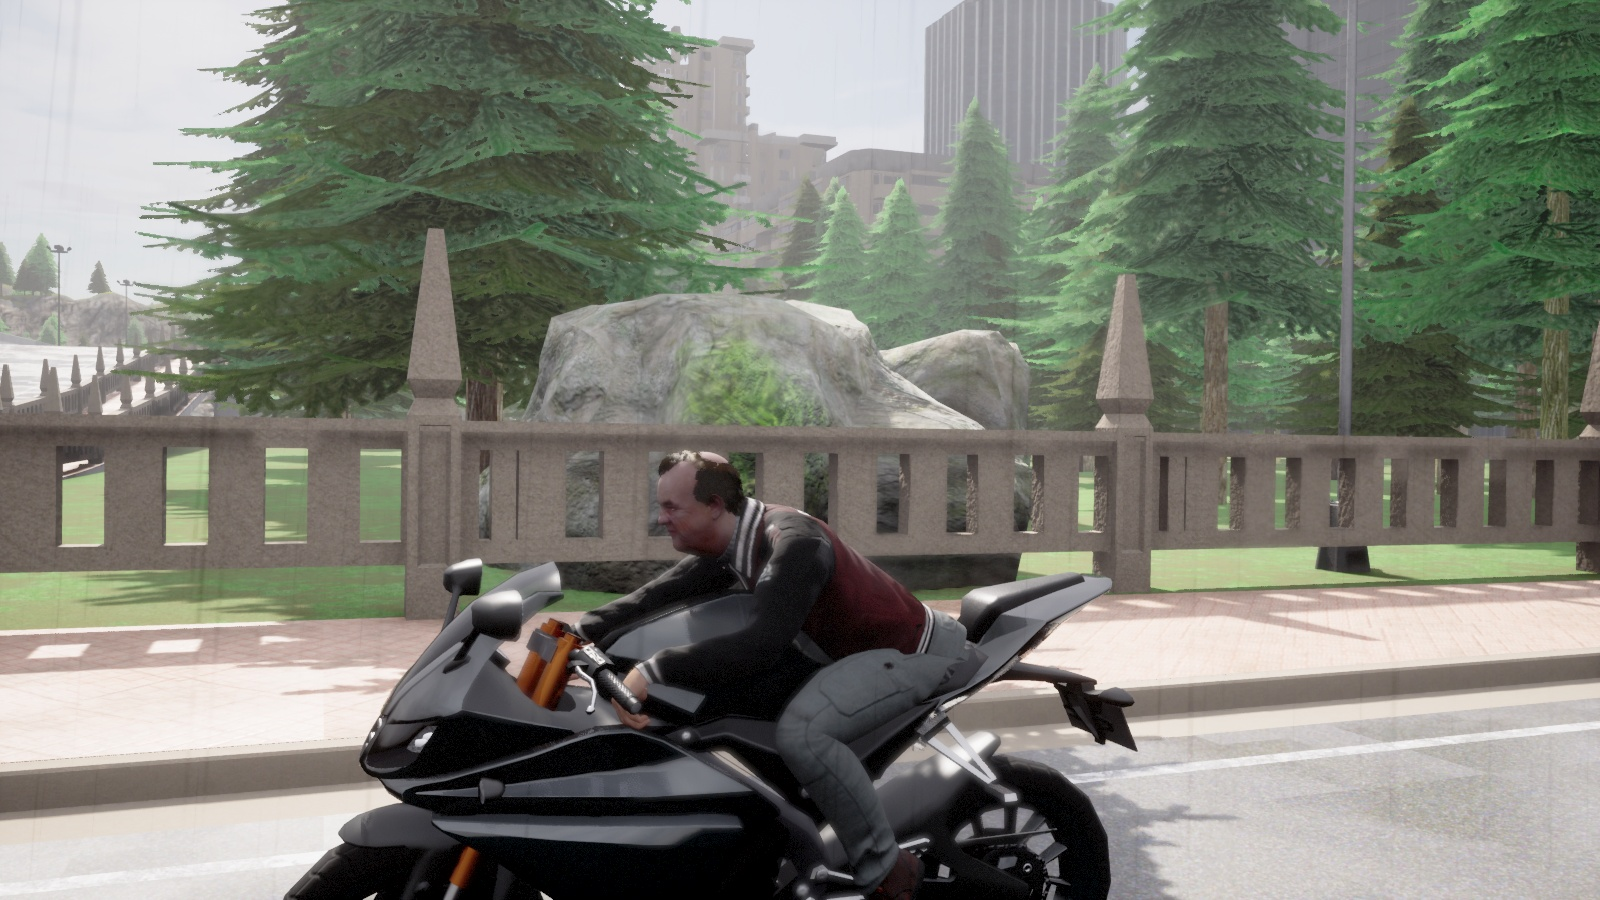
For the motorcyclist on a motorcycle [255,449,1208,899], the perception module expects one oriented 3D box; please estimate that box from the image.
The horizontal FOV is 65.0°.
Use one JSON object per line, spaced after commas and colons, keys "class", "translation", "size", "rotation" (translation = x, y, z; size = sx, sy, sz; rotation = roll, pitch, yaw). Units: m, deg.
{"class": "motorcyclist on a motorcycle", "translation": [-0.153, 0.783, 3.181], "size": [2.191, 1.530, 0.866], "rotation": [-1, 1, -21]}
